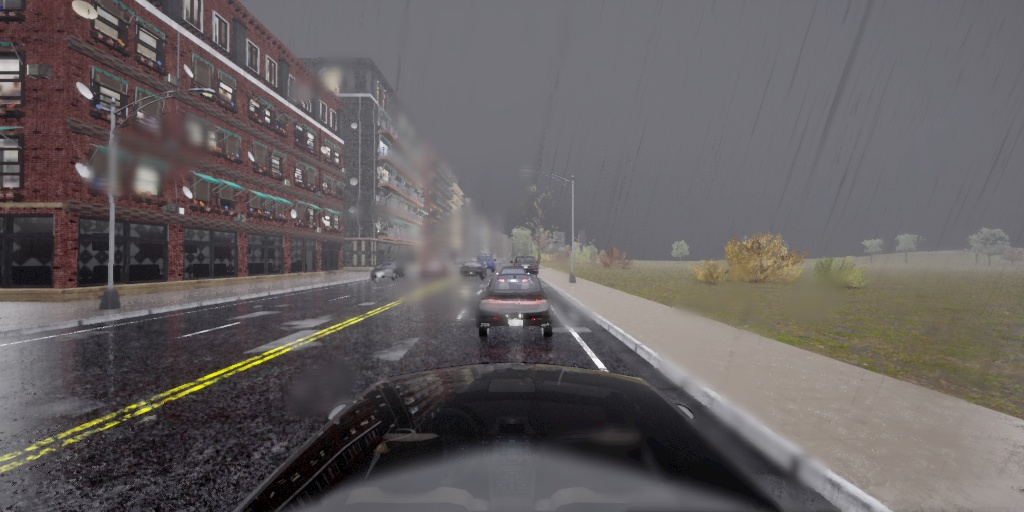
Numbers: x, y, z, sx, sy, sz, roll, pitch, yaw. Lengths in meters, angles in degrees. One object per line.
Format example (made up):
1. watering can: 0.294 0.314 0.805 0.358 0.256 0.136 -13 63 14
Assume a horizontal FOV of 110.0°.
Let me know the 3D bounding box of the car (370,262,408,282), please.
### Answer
1. car: -9.915 1.245 29.251 2.128 1.511 4.902 0 0 0

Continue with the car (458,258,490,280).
1. car: -3.219 1.231 31.327 1.882 1.535 5.008 0 0 0

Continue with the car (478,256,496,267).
1. car: -3.249 0.975 45.251 2.150 2.045 5.566 0 0 0

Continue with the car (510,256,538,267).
1. car: 1.070 0.979 30.912 2.150 2.045 5.566 0 0 0

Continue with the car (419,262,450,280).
1. car: -6.668 1.231 31.108 1.882 1.535 5.008 0 0 0

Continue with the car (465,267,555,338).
1. car: 0.081 1.243 10.260 2.128 1.511 4.902 0 0 0

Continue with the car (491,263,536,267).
1. car: 0.060 1.301 20.700 2.033 1.411 5.357 0 0 0
